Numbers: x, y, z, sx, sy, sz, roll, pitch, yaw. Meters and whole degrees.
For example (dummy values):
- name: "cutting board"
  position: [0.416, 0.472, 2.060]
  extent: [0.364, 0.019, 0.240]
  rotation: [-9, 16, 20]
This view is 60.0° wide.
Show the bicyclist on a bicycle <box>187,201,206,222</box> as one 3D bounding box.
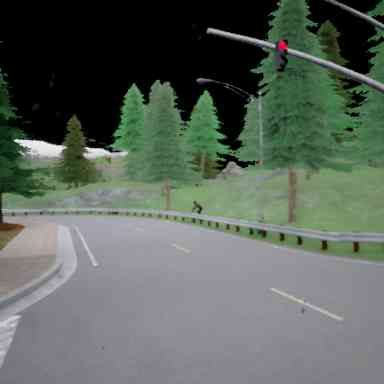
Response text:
- name: "bicyclist on a bicycle"
  position: [0.385, 1.482, 25.648]
  extent: [1.656, 1.620, 0.582]
  rotation: [-2, 2, -21]
